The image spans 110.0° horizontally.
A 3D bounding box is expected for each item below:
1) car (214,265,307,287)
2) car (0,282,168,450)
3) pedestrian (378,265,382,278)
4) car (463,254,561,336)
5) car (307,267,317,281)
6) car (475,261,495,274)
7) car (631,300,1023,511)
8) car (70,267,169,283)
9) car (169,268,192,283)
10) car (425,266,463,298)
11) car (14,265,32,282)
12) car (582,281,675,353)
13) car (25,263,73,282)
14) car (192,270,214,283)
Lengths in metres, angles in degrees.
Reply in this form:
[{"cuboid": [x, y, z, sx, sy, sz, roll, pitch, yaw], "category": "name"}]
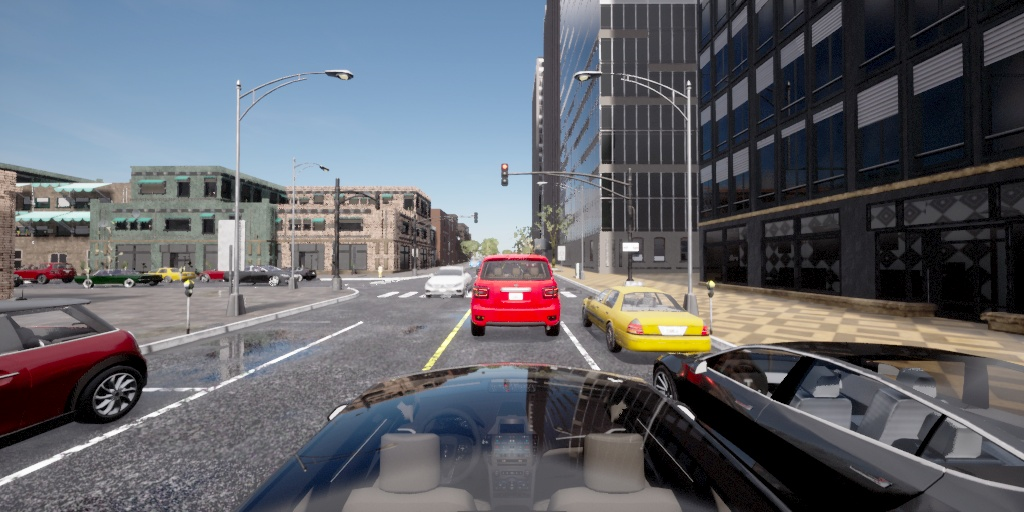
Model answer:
[{"cuboid": [-17.892, 1.381, 25.690, 4.902, 1.511, 2.128, -1, -1, 2], "category": "car"}, {"cuboid": [-5.693, 1.190, 2.843, 1.967, 1.591, 4.097, 0, 0, 0], "category": "car"}, {"cuboid": [-12.621, 1.399, 34.354, 0.375, 1.300, 0.375, 0, 0, 1], "category": "pedestrian"}, {"cuboid": [0.080, 0.975, 10.497, 2.150, 2.045, 5.566, 0, 0, 0], "category": "car"}, {"cuboid": [-19.482, 1.562, 31.472, 4.313, 1.339, 1.948, 0, 0, 1], "category": "car"}, {"cuboid": [-3.199, 1.312, 44.002, 2.033, 1.411, 5.357, 0, 0, 0], "category": "car"}, {"cuboid": [2.655, 1.316, 2.809, 1.948, 1.339, 4.313, 0, 0, 0], "category": "car"}, {"cuboid": [-28.096, 1.587, 25.779, 4.718, 1.301, 1.895, -1, -1, 1], "category": "car"}, {"cuboid": [-30.747, 1.627, 31.590, 4.829, 1.417, 1.751, 0, 0, 1], "category": "car"}, {"cuboid": [-3.143, 1.281, 18.507, 1.812, 1.442, 4.674, 0, 0, 0], "category": "car"}, {"cuboid": [-38.509, 1.591, 25.901, 4.892, 1.490, 1.837, -1, -1, 1], "category": "car"}, {"cuboid": [2.812, 1.277, 8.622, 1.751, 1.417, 4.829, 0, 0, 0], "category": "car"}, {"cuboid": [-41.673, 1.522, 31.703, 5.009, 1.841, 2.192, 0, 0, 1], "category": "car"}, {"cuboid": [-25.029, 1.489, 31.530, 4.097, 1.591, 1.967, 0, 0, 1], "category": "car"}]
